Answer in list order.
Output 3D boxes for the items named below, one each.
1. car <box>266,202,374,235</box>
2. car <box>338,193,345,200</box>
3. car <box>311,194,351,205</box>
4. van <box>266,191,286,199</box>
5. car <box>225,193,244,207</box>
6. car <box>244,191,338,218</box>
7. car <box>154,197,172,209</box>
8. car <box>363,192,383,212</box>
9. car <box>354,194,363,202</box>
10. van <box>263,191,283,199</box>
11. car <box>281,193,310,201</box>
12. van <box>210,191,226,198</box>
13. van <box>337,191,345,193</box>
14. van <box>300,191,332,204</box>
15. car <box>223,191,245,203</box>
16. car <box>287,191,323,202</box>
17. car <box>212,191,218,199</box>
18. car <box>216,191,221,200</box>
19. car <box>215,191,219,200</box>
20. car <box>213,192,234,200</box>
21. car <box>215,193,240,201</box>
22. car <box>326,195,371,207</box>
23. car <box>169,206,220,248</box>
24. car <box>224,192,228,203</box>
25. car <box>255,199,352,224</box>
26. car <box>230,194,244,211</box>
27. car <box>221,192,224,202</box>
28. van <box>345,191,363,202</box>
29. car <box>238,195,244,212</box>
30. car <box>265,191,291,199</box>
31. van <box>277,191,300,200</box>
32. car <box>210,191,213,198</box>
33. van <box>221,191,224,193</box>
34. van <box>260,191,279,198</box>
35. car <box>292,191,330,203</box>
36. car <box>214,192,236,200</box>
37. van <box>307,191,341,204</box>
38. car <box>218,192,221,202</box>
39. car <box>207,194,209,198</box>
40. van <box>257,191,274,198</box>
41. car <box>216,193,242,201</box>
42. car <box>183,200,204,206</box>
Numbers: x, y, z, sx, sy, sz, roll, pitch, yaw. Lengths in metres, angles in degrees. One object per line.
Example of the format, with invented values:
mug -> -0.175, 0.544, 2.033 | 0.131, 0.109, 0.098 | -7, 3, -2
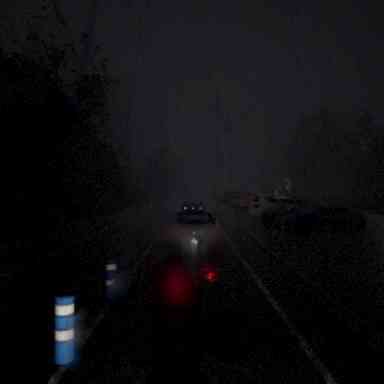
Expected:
car -> 6.770, 1.473, 18.041 | 4.792, 1.488, 2.163 | 0, 1, 0
car -> 20.093, 1.178, 40.212 | 4.792, 1.488, 2.163 | 0, 1, 0
car -> 20.138, 1.090, 48.389 | 5.008, 1.535, 2.097 | 0, 0, 0
van -> 20.527, 0.710, 81.753 | 4.442, 1.987, 1.878 | 0, 0, 0
car -> 6.777, 1.182, 37.593 | 5.366, 1.575, 1.946 | 0, 1, 0
car -> 6.874, 1.118, 23.588 | 5.566, 2.045, 2.435 | 0, 1, 0
car -> -3.312, 1.231, 38.760 | 2.033, 1.411, 5.357 | 0, 0, 0
car -> 20.023, 1.001, 31.775 | 5.566, 2.045, 2.435 | 0, 1, 0
car -> 19.989, 1.245, 34.548 | 4.792, 1.488, 2.163 | 0, 1, 0
van -> 20.549, 0.698, 84.398 | 4.442, 1.987, 1.878 | 0, 0, 0
car -> 20.266, 1.013, 65.010 | 5.008, 1.535, 2.097 | 0, 0, 0
van -> 7.307, 0.739, 92.965 | 4.442, 1.987, 1.878 | 0, -1, 0
van -> 20.001, 0.880, 45.603 | 4.442, 1.987, 1.878 | 0, 0, 0
van -> 20.062, 0.839, 53.929 | 4.442, 1.987, 1.878 | 0, 0, 0
car -> 7.062, 0.986, 45.790 | 4.553, 1.767, 2.185 | 0, 0, 0
car -> 20.197, 0.788, 59.467 | 5.566, 2.045, 2.435 | 0, 0, 0
car -> 6.984, 1.029, 62.447 | 5.366, 1.575, 1.946 | 0, 0, 0
car -> 7.094, 1.087, 56.893 | 4.792, 1.488, 2.163 | 0, 0, 0
car -> 7.117, 1.074, 59.669 | 4.792, 1.488, 2.163 | 0, 0, 0
car -> 7.254, 0.842, 76.325 | 4.553, 1.767, 2.185 | 0, 0, 0
car -> 7.209, 1.007, 67.997 | 4.892, 1.521, 2.231 | 0, 0, 0
car -> 20.115, 1.154, 42.852 | 4.792, 1.488, 2.163 | 0, 0, 0
car -> 0.088, 1.485, 14.168 | 1.895, 1.301, 4.718 | 0, 1, 0
car -> 7.001, 1.132, 43.012 | 4.892, 1.521, 2.231 | 0, 1, 0
car -> 6.828, 1.406, 20.816 | 5.008, 1.535, 2.097 | 0, 1, 0
car -> 6.730, 1.255, 31.921 | 5.366, 1.575, 1.946 | 0, 1, 0
car -> 7.083, 1.126, 48.564 | 4.792, 1.488, 2.163 | 0, 0, 0
van -> 20.158, 0.954, 37.438 | 4.442, 1.987, 1.878 | 0, 1, 0
car -> 6.898, 1.296, 29.144 | 4.892, 1.521, 2.231 | 0, 1, 0
car -> 20.359, 0.697, 78.984 | 5.566, 2.045, 2.435 | 0, 0, 0
van -> 20.435, 0.761, 70.673 | 4.442, 1.987, 1.878 | 0, 0, 0
car -> 7.053, 0.990, 70.774 | 5.366, 1.575, 1.946 | 0, 0, 0
van -> 7.193, 0.857, 51.339 | 4.442, 1.987, 1.878 | 0, 0, 0
van -> 20.340, 0.684, 87.303 | 4.442, 1.987, 1.878 | 0, 0, 0
car -> 20.173, 0.800, 56.697 | 5.566, 2.045, 2.435 | 0, 0, 0
car -> 7.231, 0.855, 73.549 | 4.553, 1.767, 2.185 | 0, 0, 0
van -> 20.272, 0.851, 51.157 | 4.442, 1.987, 1.878 | 0, 0, 0
car -> 7.071, 1.100, 54.117 | 4.792, 1.488, 2.163 | 0, 0, 0
car -> 7.406, 0.665, 87.428 | 5.566, 2.045, 2.435 | 0, 0, 0
van -> 20.385, 0.731, 92.694 | 4.442, 1.987, 1.878 | 0, -1, 0
car -> 7.199, 1.020, 65.221 | 4.892, 1.521, 2.231 | 0, 0, 0
car -> 0.103, 1.355, 29.488 | 1.895, 1.301, 4.718 | 0, 0, 0
